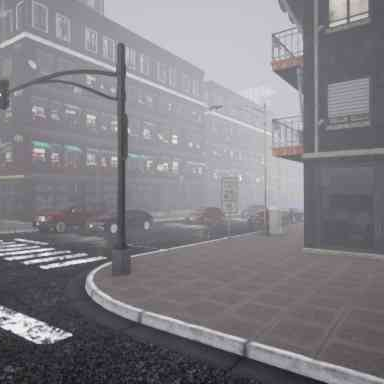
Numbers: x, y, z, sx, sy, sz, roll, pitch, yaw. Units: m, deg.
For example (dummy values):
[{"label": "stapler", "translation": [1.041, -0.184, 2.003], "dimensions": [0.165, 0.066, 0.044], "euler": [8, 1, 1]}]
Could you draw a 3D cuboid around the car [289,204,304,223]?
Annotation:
[{"label": "car", "translation": [9.057, 2.118, 30.803], "dimensions": [2.008, 1.369, 4.403], "euler": [-2, -2, 35]}]

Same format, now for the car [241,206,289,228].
[{"label": "car", "translation": [5.786, 2.045, 26.153], "dimensions": [1.802, 1.307, 4.206], "euler": [-2, -2, 35]}]

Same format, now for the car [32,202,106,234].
[{"label": "car", "translation": [-7.619, 1.598, 21.620], "dimensions": [2.192, 1.841, 5.009], "euler": [-1, -2, 35]}]

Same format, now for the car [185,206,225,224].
[{"label": "car", "translation": [1.322, 2.015, 29.782], "dimensions": [1.812, 1.442, 4.674], "euler": [0, -1, 35]}]

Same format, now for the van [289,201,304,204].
[{"label": "van", "translation": [18.554, 2.458, 58.802], "dimensions": [1.690, 1.788, 3.998], "euler": [-1, -2, 35]}]

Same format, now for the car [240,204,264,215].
[{"label": "car", "translation": [7.297, 2.184, 38.259], "dimensions": [1.837, 1.490, 4.892], "euler": [0, -1, 36]}]

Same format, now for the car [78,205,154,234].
[{"label": "car", "translation": [-4.533, 1.809, 21.479], "dimensions": [1.837, 1.490, 4.892], "euler": [0, -1, 35]}]
